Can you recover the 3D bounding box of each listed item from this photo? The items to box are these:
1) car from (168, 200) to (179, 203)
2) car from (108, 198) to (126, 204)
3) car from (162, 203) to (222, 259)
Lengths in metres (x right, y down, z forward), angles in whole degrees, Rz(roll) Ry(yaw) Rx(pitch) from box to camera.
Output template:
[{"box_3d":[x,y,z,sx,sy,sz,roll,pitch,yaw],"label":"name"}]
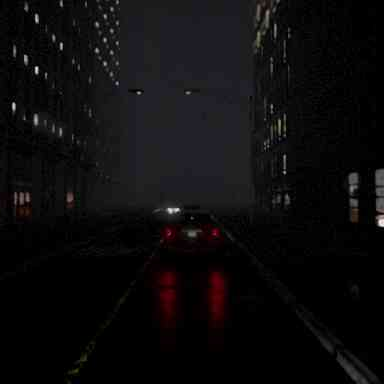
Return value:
[{"box_3d":[-3.087,2.078,57.736,2.128,1.511,4.902,0,-1,0],"label":"car"},{"box_3d":[-18.913,2.217,79.355,4.829,1.417,1.752,0,-1,-1],"label":"car"},{"box_3d":[0.021,1.490,13.427,2.097,1.767,4.553,0,-1,0],"label":"car"}]
